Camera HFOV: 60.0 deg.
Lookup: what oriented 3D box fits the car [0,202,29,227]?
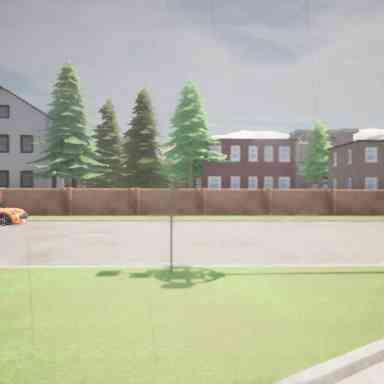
[{"bbox_3d":[-13.417,1.352,22.156,4.553,1.767,2.097,0,0,-3],"label":"car"}]
